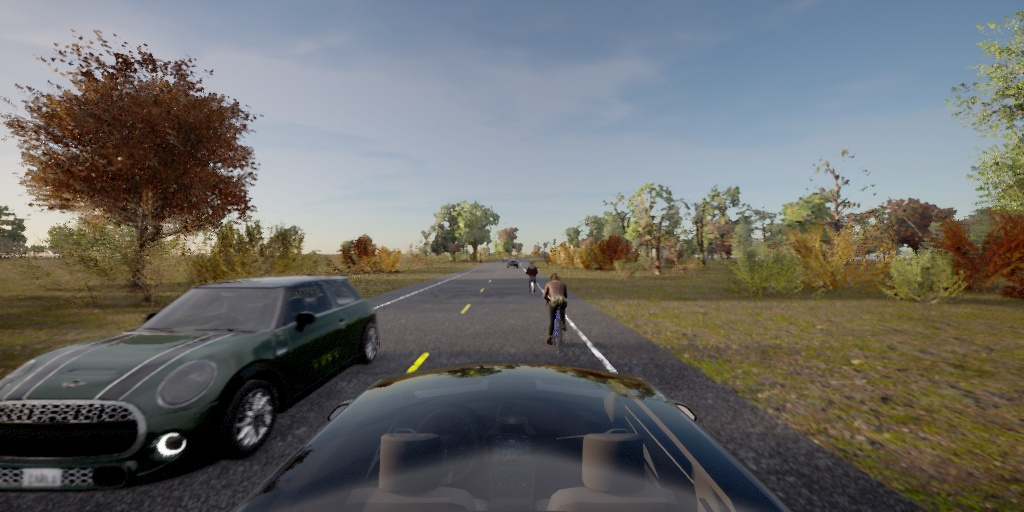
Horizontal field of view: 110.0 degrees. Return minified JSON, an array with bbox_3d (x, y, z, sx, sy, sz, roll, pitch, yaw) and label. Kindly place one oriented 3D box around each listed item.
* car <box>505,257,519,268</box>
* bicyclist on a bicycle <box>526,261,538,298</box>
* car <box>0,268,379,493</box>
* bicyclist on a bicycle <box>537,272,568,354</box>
[{"bbox_3d":[0.119,1.207,60.147,1.837,1.490,4.892,0,0,0],"label":"car"},{"bbox_3d":[0.970,1.121,17.497,0.659,1.776,1.843,0,0,0],"label":"bicyclist on a bicycle"},{"bbox_3d":[-3.601,1.102,4.990,2.097,1.767,4.553,0,0,0],"label":"car"},{"bbox_3d":[0.966,1.203,7.840,0.582,1.620,1.656,0,0,0],"label":"bicyclist on a bicycle"}]
